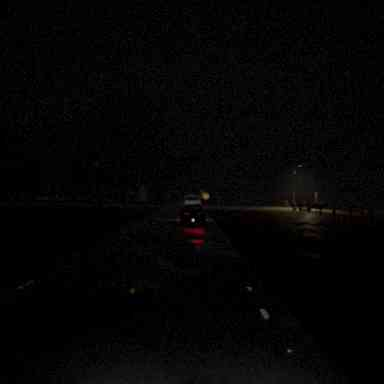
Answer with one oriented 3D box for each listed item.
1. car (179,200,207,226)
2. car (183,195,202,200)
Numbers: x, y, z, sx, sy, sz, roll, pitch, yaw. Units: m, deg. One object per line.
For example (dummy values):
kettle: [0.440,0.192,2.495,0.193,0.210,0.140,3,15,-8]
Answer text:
car: [0.074,1.651,24.967,1.837,1.490,4.892,0,0,0]
car: [0.024,1.450,42.145,2.150,2.045,5.566,0,0,0]
